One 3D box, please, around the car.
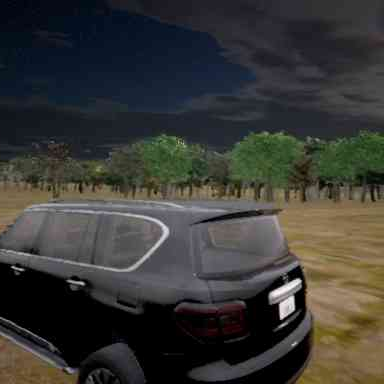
[{"bbox_3d":[-1.275,1.093,4.570,5.566,2.045,2.150,0,0,38],"label":"car"}]
